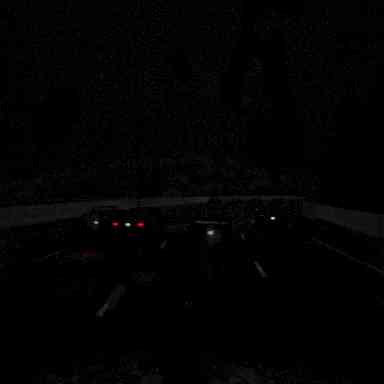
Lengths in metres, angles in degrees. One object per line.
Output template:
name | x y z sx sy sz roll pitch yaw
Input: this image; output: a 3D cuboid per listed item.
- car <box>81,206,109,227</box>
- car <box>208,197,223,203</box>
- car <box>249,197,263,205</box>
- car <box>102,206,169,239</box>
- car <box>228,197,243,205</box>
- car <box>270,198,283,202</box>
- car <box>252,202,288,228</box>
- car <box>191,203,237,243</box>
car | -5.448 1.543 22.121 1.895 1.301 4.718 1 0 8
car | 4.315 1.570 61.561 1.812 1.442 4.674 0 0 21
car | 11.713 1.614 60.929 2.128 1.511 4.902 0 0 22
car | -2.567 1.520 17.351 2.033 1.411 5.357 1 0 7
car | 8.097 1.648 61.297 1.994 1.385 4.181 1 0 21
car | 15.284 1.724 60.373 1.994 1.385 4.181 1 0 22
car | 5.359 1.620 22.838 1.994 1.385 4.181 1 0 8
car | 1.037 1.503 16.372 2.128 1.511 4.902 0 0 6
